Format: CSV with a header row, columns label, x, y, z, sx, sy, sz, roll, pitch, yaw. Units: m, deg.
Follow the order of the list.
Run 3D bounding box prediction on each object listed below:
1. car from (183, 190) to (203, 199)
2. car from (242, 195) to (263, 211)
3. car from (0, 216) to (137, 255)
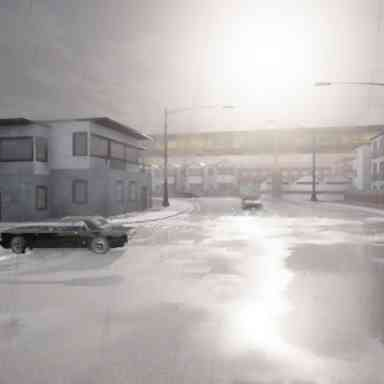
label,x,y,z,sx,sy,sz,roll,pitch,yaw
car,0.123,0.477,57.483,2.128,1.511,4.902,1,0,-30
car,5.958,1.058,33.216,2.033,1.411,5.357,0,2,6
car,-4.573,1.595,12.573,4.718,1.301,1.895,0,1,1
